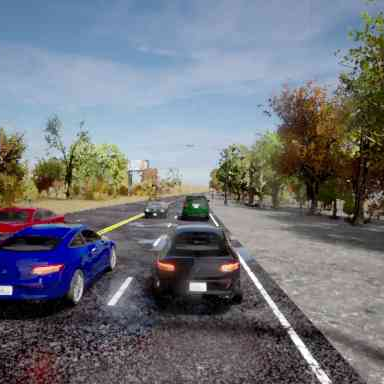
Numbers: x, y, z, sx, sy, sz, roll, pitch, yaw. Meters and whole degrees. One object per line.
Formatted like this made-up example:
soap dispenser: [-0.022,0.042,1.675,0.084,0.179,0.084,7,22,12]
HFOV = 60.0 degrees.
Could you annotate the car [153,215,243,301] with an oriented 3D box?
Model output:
car: [0.156,1.531,8.240,1.812,1.442,4.674,0,0,1]

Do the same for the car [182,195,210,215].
car: [0.319,1.224,28.066,2.150,2.045,5.566,1,0,0]

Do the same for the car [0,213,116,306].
car: [-3.092,1.453,7.777,1.812,1.442,4.674,2,0,0]

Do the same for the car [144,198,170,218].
car: [-2.927,1.522,28.858,1.895,1.301,4.718,2,0,1]

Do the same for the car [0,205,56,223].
car: [-6.509,1.298,12.635,1.882,1.535,5.008,2,0,0]

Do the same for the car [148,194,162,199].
car: [-5.958,0.929,53.805,1.882,1.535,5.008,2,0,1]
